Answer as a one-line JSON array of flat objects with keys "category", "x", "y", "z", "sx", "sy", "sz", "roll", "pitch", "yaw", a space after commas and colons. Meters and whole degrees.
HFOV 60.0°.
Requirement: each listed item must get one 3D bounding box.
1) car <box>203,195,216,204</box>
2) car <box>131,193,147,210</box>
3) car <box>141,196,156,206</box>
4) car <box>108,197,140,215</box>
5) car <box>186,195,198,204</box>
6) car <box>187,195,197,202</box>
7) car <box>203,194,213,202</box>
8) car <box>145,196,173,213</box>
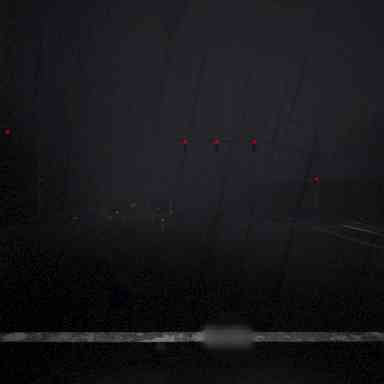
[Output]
[{"category": "car", "x": 3.594, "y": 1.547, "z": 64.152, "sx": 2.033, "sy": 1.411, "sz": 5.357, "roll": 0, "pitch": 0, "yaw": 0}, {"category": "car", "x": -7.108, "y": 1.221, "z": 44.367, "sx": 2.150, "sy": 2.045, "sz": 5.566, "roll": 0, "pitch": 0, "yaw": 0}, {"category": "car", "x": -7.099, "y": 1.504, "z": 54.759, "sx": 1.837, "sy": 1.490, "sz": 4.892, "roll": 0, "pitch": 0, "yaw": 0}, {"category": "car", "x": -7.106, "y": 1.547, "z": 34.179, "sx": 2.033, "sy": 1.411, "sz": 5.357, "roll": 0, "pitch": 0, "yaw": 0}, {"category": "car", "x": -0.011, "y": 1.505, "z": 63.685, "sx": 1.837, "sy": 1.490, "sz": 4.892, "roll": 0, "pitch": 0, "yaw": 0}, {"category": "car", "x": -0.012, "y": 1.413, "z": 73.795, "sx": 1.994, "sy": 1.385, "sz": 4.181, "roll": 0, "pitch": 0, "yaw": 0}, {"category": "car", "x": 3.490, "y": 1.355, "z": 74.375, "sx": 2.097, "sy": 1.767, "sz": 4.553, "roll": 0, "pitch": 0, "yaw": 0}, {"category": "car", "x": -3.605, "y": 1.492, "z": 37.615, "sx": 2.128, "sy": 1.511, "sz": 4.902, "roll": 0, "pitch": 0, "yaw": 0}]
